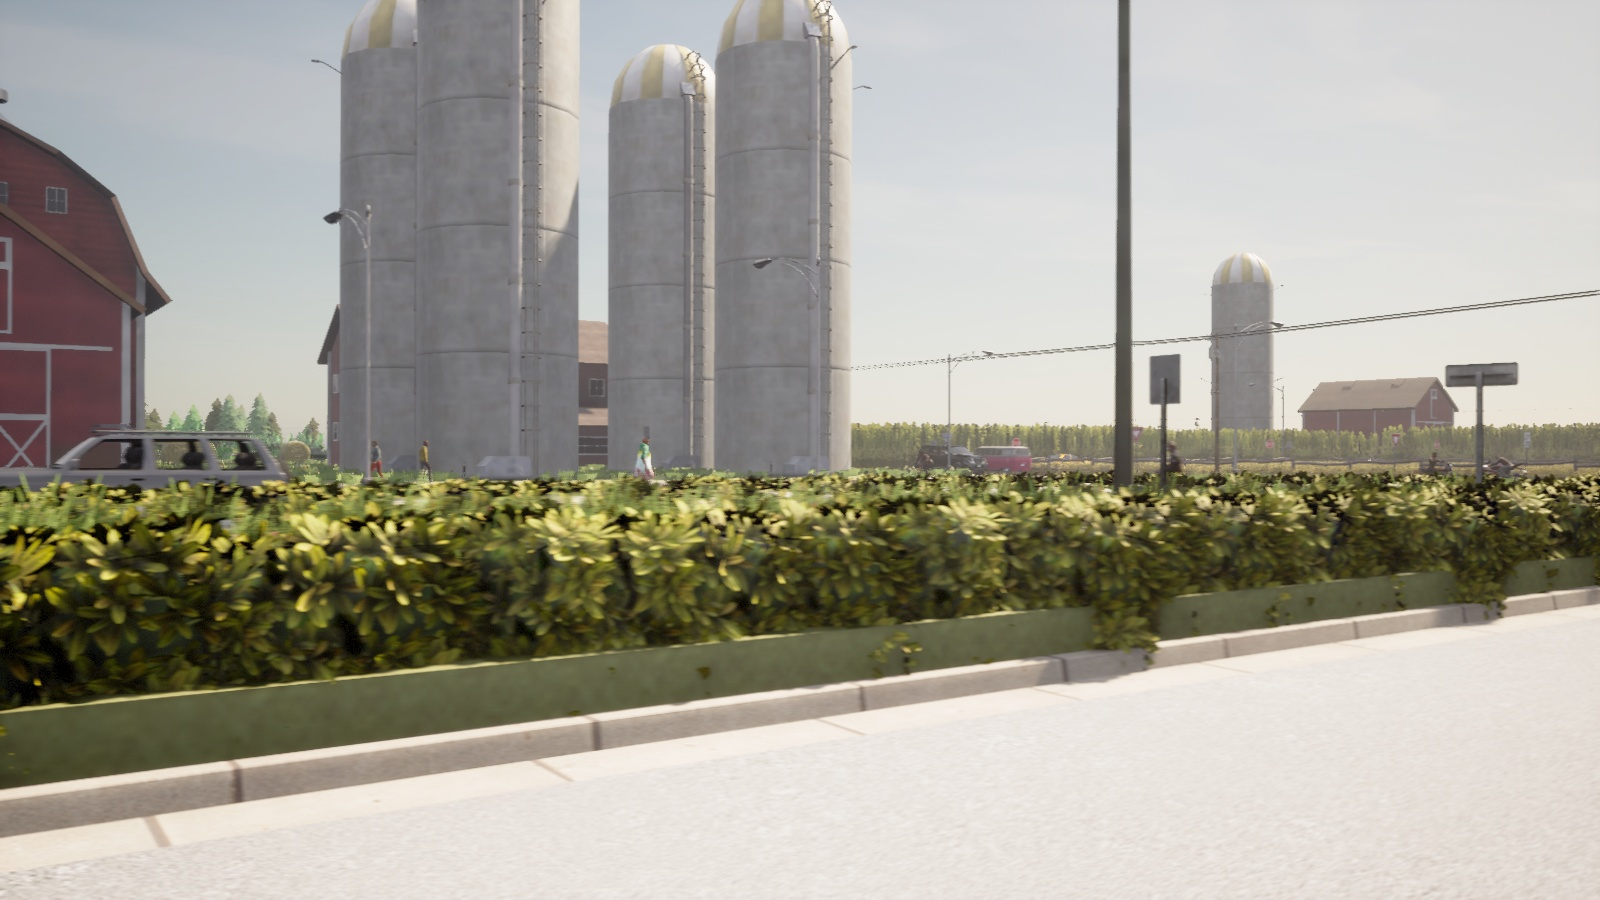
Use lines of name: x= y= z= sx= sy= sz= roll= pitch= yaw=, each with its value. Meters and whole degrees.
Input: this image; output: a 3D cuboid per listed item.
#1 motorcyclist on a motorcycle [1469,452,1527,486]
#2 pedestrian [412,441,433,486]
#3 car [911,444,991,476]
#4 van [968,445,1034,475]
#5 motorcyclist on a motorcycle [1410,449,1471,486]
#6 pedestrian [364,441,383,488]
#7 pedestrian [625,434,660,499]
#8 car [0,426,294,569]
motorcyclist on a motorcycle: x=31.999 y=0.852 z=57.593 sx=0.866 sy=1.530 sz=2.191 roll=0 pitch=0 yaw=-35
pedestrian: x=-15.542 y=0.559 z=51.730 sx=0.726 sy=1.835 sz=0.370 roll=0 pitch=0 yaw=-40
car: x=9.949 y=0.645 z=83.319 sx=2.150 sy=2.045 sz=5.566 roll=0 pitch=0 yaw=-34
van: x=13.459 y=0.675 z=84.345 sx=1.775 sy=1.987 sz=4.442 roll=0 pitch=0 yaw=-35
motorcyclist on a motorcycle: x=28.663 y=0.771 z=56.259 sx=0.766 sy=1.649 sz=2.350 roll=0 pitch=0 yaw=-35
pedestrian: x=-16.713 y=0.556 z=49.236 sx=0.614 sy=1.847 sz=0.353 roll=0 pitch=0 yaw=-44
pedestrian: x=-4.844 y=0.504 z=38.610 sx=0.873 sy=1.952 sz=0.659 roll=0 pitch=0 yaw=-36
car: x=-9.852 y=0.626 z=17.879 sx=4.605 sy=1.855 sz=1.932 roll=0 pitch=0 yaw=-35
